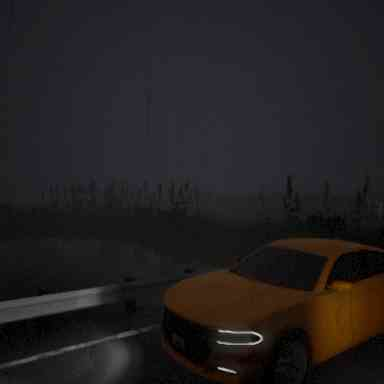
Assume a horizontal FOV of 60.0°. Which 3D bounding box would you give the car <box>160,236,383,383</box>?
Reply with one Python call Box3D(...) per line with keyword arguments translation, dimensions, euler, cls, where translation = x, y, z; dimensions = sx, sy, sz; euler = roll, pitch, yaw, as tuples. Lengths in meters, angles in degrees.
Box3D(translation=(1.870, 1.523, 5.345), dimensions=(5.008, 1.535, 1.882), euler=(2, -1, -36), cls="car")
